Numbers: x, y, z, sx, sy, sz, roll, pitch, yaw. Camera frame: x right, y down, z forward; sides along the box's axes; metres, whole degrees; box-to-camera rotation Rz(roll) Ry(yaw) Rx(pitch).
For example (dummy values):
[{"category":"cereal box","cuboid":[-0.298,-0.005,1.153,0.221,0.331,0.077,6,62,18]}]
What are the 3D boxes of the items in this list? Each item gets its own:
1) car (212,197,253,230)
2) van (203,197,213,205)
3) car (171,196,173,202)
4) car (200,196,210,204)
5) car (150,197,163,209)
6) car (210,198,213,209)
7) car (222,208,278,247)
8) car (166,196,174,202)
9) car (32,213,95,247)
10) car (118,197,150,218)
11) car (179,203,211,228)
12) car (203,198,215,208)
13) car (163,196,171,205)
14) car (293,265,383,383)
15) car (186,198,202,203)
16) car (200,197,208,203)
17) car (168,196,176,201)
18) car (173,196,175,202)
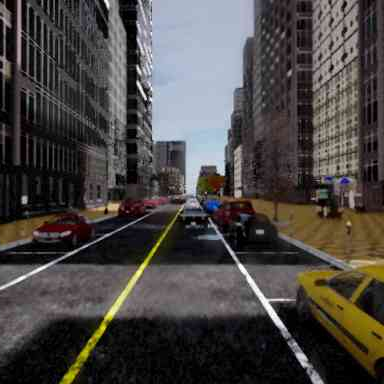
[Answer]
[{"category":"car","cuboid":[2.696,1.396,20.801,2.192,1.841,5.009,0,0,0]},{"category":"van","cuboid":[2.696,1.506,42.957,1.690,1.788,3.998,0,0,0]},{"category":"car","cuboid":[-5.684,1.710,70.653,1.967,1.590,4.097,0,0,0]},{"category":"car","cuboid":[2.696,1.710,70.653,1.967,1.590,4.097,0,0,0]},{"category":"car","cuboid":[-5.685,1.731,48.496,1.887,1.381,4.507,0,0,0]},{"category":"car","cuboid":[2.695,1.542,26.339,1.967,1.590,4.097,0,0,0]},{"category":"car","cuboid":[2.695,1.626,15.260,1.947,1.339,4.313,0,0,0]},{"category":"car","cuboid":[-5.684,1.877,87.270,1.887,1.381,4.507,0,0,0]},{"category":"car","cuboid":[-5.685,1.642,15.260,1.802,1.307,4.206,0,0,0]},{"category":"car","cuboid":[-5.684,1.438,31.879,2.192,1.841,5.009,0,0,0]},{"category":"car","cuboid":[0.100,1.690,22.989,1.895,1.301,4.718,0,0,0]},{"category":"car","cuboid":[2.695,1.733,54.205,1.752,1.417,4.829,0,0,0]},{"category":"car","cuboid":[-5.685,1.794,65.113,1.887,1.381,4.507,0,0,0]},{"category":"car","cuboid":[2.695,1.543,4.352,1.752,1.417,4.829,0,0,0]},{"category":"car","cuboid":[0.102,1.699,45.014,1.812,1.442,4.674,0,0,0]},{"category":"car","cuboid":[2.696,1.817,76.361,1.752,1.417,4.829,0,0,0]},{"category":"car","cuboid":[-5.684,1.793,92.810,1.967,1.590,4.097,0,0,0]},{"category":"car","cuboid":[-5.685,1.842,76.192,2.008,1.369,4.403,0,0,0]}]
